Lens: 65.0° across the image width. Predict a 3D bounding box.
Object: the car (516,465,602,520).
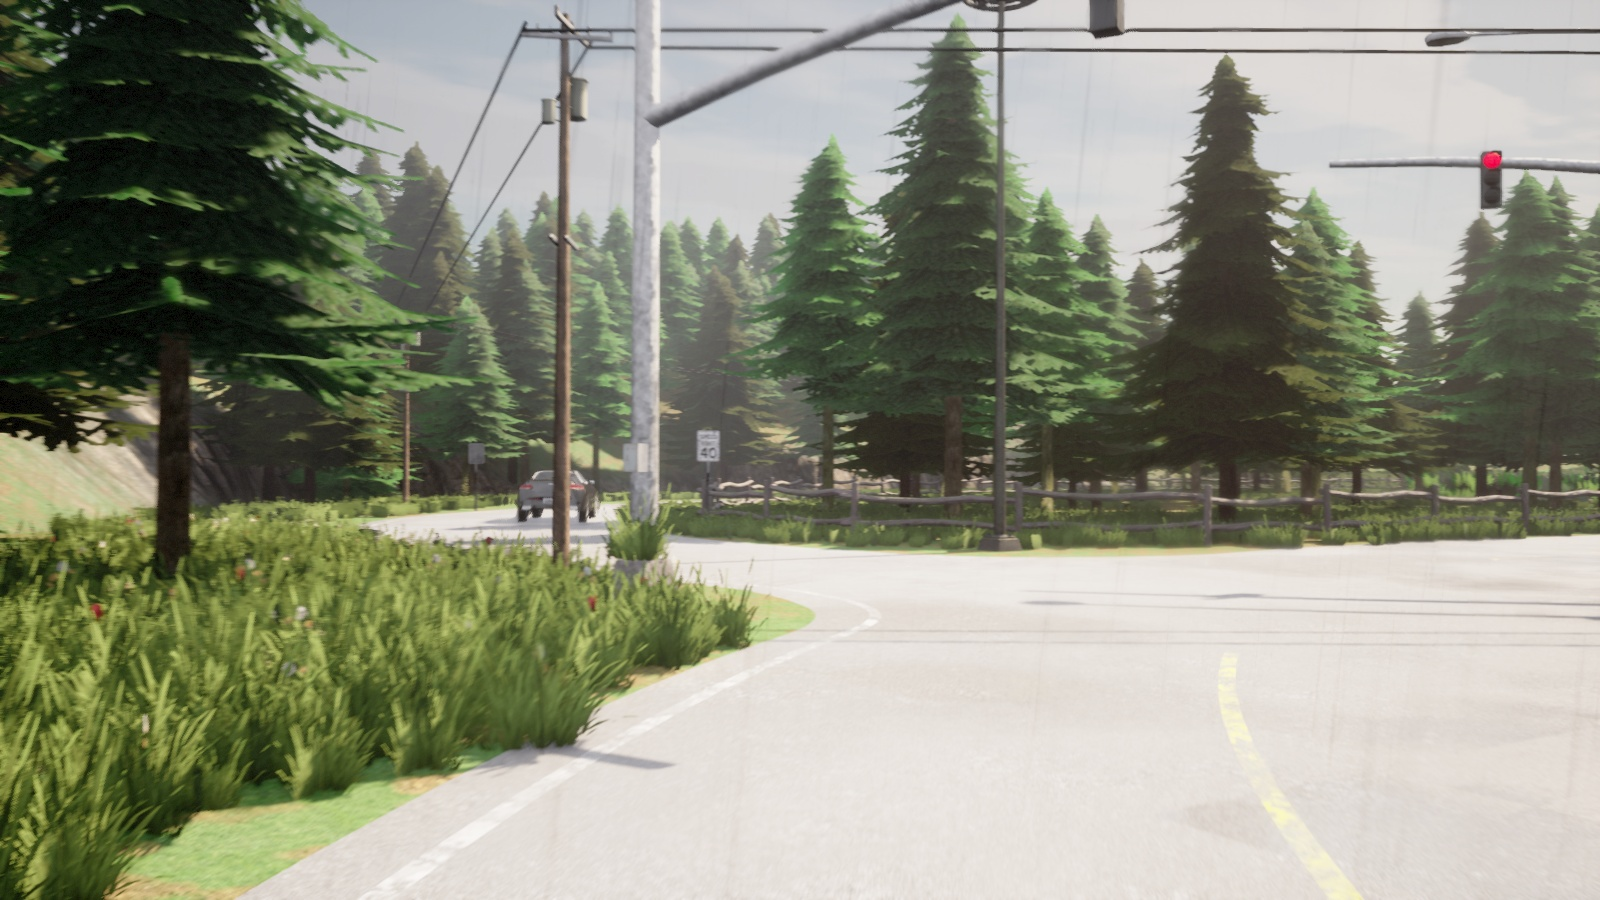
[{"bbox_3d":[-7.613,1.313,40.122,2.152,1.651,5.027,0,-1,-4],"label":"car"}]
